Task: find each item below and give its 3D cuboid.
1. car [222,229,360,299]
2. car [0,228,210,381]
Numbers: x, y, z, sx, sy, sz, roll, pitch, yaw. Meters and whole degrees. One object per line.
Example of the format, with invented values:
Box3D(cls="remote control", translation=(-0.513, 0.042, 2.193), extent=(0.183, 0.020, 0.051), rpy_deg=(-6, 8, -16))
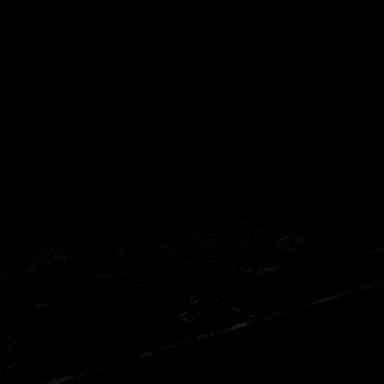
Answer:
Box3D(cls="car", translation=(2.703, 1.651, 8.577), extent=(4.206, 1.307, 1.802), rpy_deg=(1, 0, -35))
Box3D(cls="car", translation=(-1.763, 1.456, 5.392), extent=(4.097, 1.590, 1.967), rpy_deg=(1, 0, -35))
